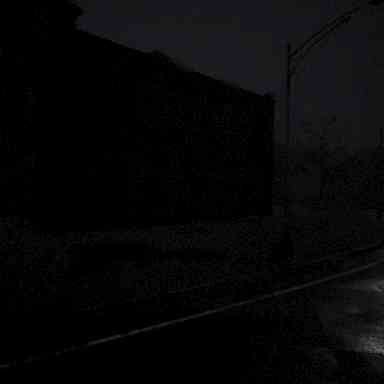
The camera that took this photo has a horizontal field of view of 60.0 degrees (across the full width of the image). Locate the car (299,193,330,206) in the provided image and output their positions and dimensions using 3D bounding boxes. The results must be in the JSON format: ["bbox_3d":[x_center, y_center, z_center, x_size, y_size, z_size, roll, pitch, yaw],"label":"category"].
[{"bbox_3d":[19.478,1.240,53.004,2.150,2.045,5.566,2,0,-17],"label":"car"}]
